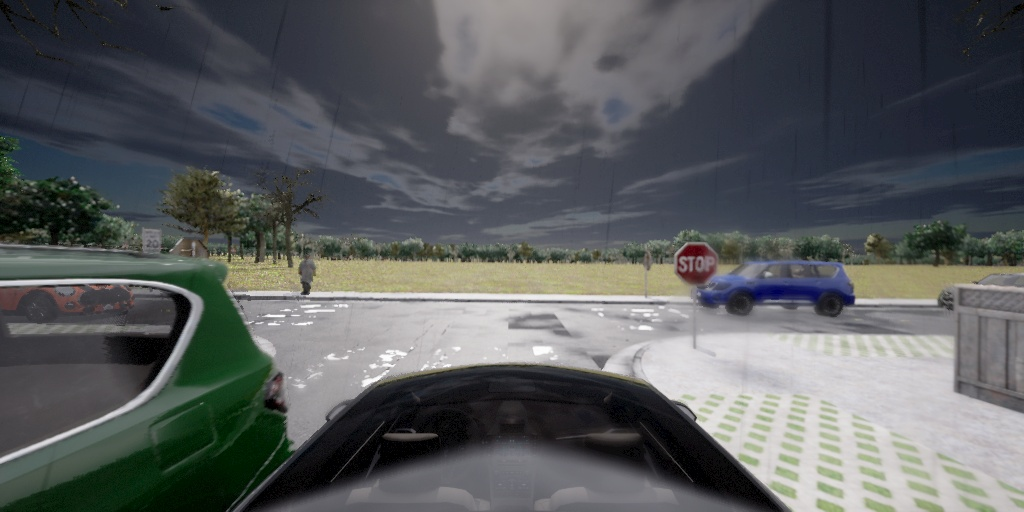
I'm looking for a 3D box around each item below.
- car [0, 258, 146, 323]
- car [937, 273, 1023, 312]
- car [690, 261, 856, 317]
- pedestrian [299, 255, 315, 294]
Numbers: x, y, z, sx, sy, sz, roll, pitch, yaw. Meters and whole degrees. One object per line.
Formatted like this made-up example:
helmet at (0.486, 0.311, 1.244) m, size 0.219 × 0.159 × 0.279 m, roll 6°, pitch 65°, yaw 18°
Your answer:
car at (-14.611, 0.963, 11.006) m, size 4.553 × 1.767 × 2.097 m, roll 1°, pitch 0°, yaw 0°
car at (19.896, 1.462, 14.118) m, size 4.553 × 1.767 × 2.097 m, roll 1°, pitch 0°, yaw 0°
car at (10.084, 1.194, 14.078) m, size 5.566 × 2.045 × 2.150 m, roll 1°, pitch 0°, yaw 0°
pedestrian at (-9.679, 0.834, 16.890) m, size 0.375 × 1.860 × 0.375 m, roll 0°, pitch -1°, yaw 0°
